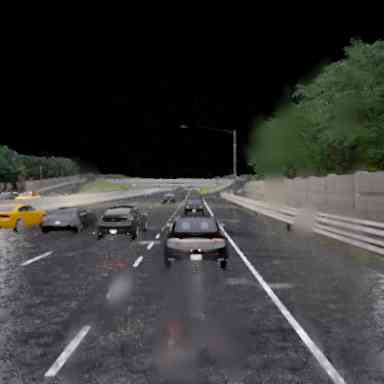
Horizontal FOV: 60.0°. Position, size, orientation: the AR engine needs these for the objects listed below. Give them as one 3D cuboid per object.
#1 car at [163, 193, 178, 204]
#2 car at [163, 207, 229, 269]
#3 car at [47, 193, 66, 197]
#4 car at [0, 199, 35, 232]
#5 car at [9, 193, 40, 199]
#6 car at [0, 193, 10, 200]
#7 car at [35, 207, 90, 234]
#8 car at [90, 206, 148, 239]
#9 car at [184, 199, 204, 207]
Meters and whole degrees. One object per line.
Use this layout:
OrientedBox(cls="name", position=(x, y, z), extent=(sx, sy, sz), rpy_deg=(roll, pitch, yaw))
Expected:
OrientedBox(cls="car", position=(-3.247, 0.957, 49.600), extent=(1.837, 1.490, 4.892), rpy_deg=(0, 1, 1))
OrientedBox(cls="car", position=(0.114, 1.490, 11.133), extent=(2.128, 1.511, 4.902), rpy_deg=(0, 0, 0))
OrientedBox(cls="car", position=(-20.783, 0.918, 50.880), extent=(2.128, 1.511, 4.902), rpy_deg=(0, 1, 1))
OrientedBox(cls="car", position=(-10.358, 1.421, 19.642), extent=(1.882, 1.535, 5.008), rpy_deg=(0, 1, 0))
OrientedBox(cls="car", position=(-24.310, 0.935, 49.232), extent=(1.882, 1.535, 5.008), rpy_deg=(0, 1, 1))
OrientedBox(cls="car", position=(-27.792, 0.943, 50.208), extent=(1.837, 1.490, 4.892), rpy_deg=(0, 1, 1))
OrientedBox(cls="car", position=(-6.861, 1.514, 18.990), extent=(1.994, 1.385, 4.181), rpy_deg=(0, 1, 0))
OrientedBox(cls="car", position=(-3.470, 1.474, 17.125), extent=(1.837, 1.490, 4.892), rpy_deg=(0, 0, 0))
OrientedBox(cls="car", position=(0.210, 1.369, 32.588), extent=(1.895, 1.301, 4.718), rpy_deg=(0, 1, 0))
